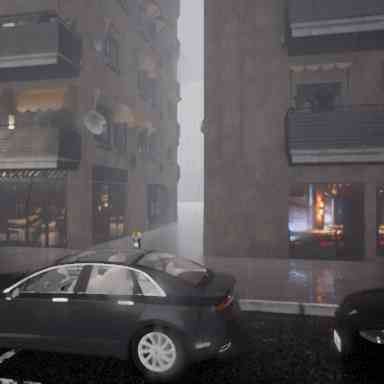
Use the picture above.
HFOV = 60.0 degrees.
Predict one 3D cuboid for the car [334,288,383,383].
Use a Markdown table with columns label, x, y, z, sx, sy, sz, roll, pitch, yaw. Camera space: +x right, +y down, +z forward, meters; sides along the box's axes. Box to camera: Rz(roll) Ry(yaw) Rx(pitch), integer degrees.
| label | x | y | z | sx | sy | sz | roll | pitch | yaw |
| --- | --- | --- | --- | --- | --- | --- | --- | --- | --- |
| car | 4.035 | 1.565 | 3.924 | 4.313 | 1.339 | 1.947 | 0 | 0 | 11 |

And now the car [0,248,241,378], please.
| label | x | y | z | sx | sy | sz | roll | pitch | yaw |
| --- | --- | --- | --- | --- | --- | --- | --- | --- | --- |
| car | -1.492 | 1.549 | 4.997 | 4.403 | 1.369 | 2.008 | 0 | 0 | 11 |
